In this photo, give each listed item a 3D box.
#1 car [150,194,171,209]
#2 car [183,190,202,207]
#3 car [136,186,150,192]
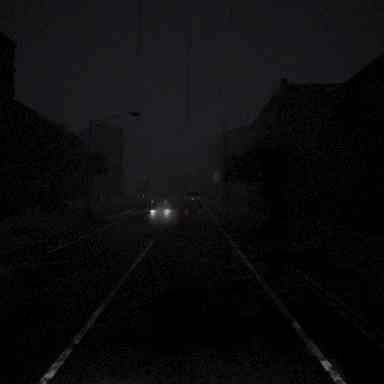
[{"bbox_3d":[-3.611,1.015,38.698,2.097,1.767,4.553,0,1,0],"label":"car"},{"bbox_3d":[0.091,0.804,42.750,2.150,2.045,5.566,0,1,0],"label":"car"},{"bbox_3d":[-11.697,-0.583,79.195,2.097,1.767,4.553,1,2,-34],"label":"car"}]
